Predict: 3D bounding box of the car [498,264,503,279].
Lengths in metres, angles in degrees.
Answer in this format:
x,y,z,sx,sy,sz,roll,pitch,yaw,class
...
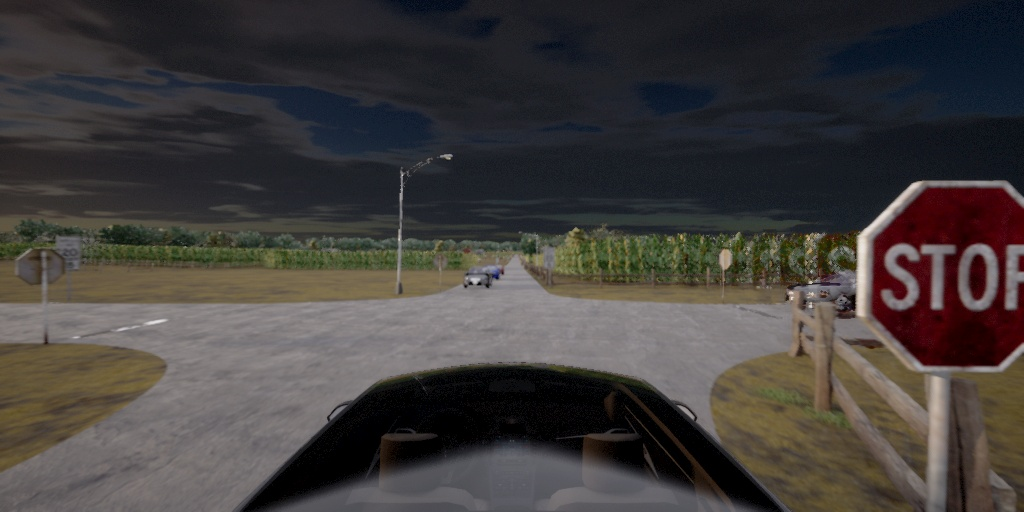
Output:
x,y,z,sx,sy,sz,roll,pitch,yaw,class
-2.292,1.720,37.886,1.882,1.535,5.008,0,-1,1,car

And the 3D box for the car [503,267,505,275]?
x,y,z,sx,sy,sz,roll,pitch,yaw,class
-2.087,1.945,51.572,1.882,1.535,5.008,0,-1,1,car

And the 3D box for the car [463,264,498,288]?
x,y,z,sx,sy,sz,roll,pitch,yaw,class
-2.450,1.559,26.673,2.128,1.511,4.902,0,-1,1,car

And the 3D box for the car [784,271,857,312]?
x,y,z,sx,sy,sz,roll,pitch,yaw,class
12.881,1.323,13.312,4.902,1.511,2.128,0,1,-1,car
